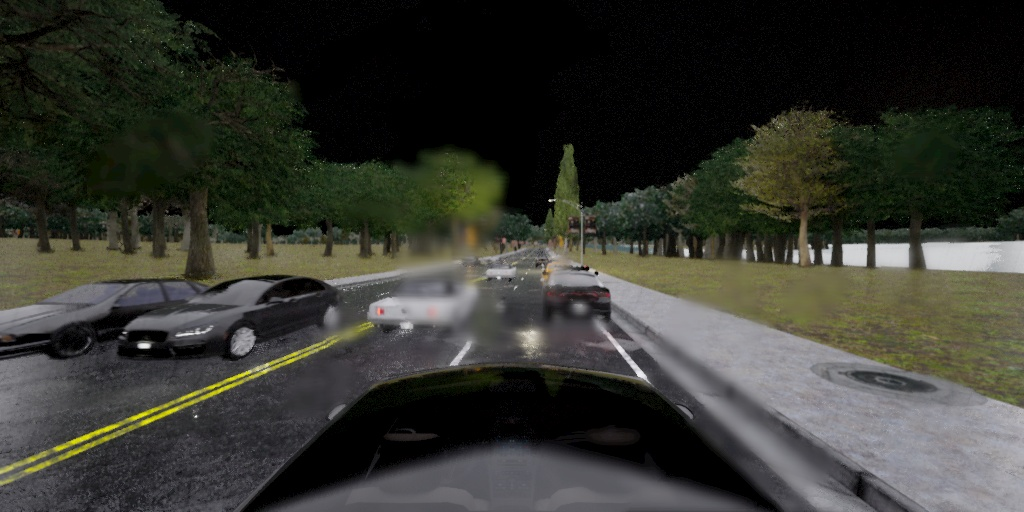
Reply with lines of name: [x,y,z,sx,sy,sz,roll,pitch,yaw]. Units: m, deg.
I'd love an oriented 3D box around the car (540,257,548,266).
car: [3.361,1.112,27.890,1.882,1.535,5.008,0,1,5]

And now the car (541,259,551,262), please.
car: [2.856,1.164,21.914,1.882,1.535,5.008,0,0,5]

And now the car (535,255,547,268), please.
car: [4.147,0.791,48.617,1.837,1.490,4.892,0,1,5]

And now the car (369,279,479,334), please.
car: [-2.242,1.325,10.572,1.895,1.301,4.718,0,0,5]

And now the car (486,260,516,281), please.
car: [-0.752,1.232,28.222,1.895,1.301,4.718,0,1,5]

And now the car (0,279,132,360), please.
car: [-9.133,1.271,8.606,2.033,1.411,5.357,0,0,5]

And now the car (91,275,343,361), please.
car: [-5.891,1.232,8.365,1.837,1.490,4.892,0,0,5]

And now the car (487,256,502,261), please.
car: [-2.368,0.788,50.021,1.812,1.442,4.674,0,1,5]

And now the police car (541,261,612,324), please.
police car: [2.024,1.150,12.061,1.930,1.638,5.238,0,0,5]

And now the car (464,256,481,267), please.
car: [-5.567,0.775,50.751,1.812,1.442,4.674,0,1,5]
